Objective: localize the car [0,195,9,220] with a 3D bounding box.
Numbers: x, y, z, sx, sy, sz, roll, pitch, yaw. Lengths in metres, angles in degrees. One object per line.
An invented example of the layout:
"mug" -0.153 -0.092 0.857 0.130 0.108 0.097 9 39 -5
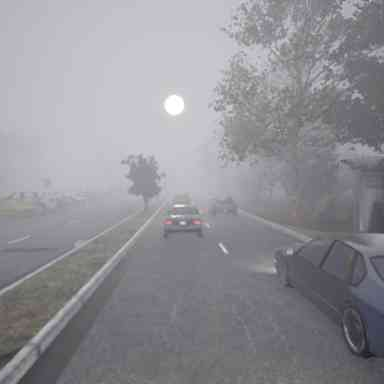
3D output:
"car" -14.431 1.124 19.837 5.566 2.045 2.435 -2 1 -22

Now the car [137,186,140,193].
"car" -16.511 -0.471 82.787 5.566 2.045 2.435 -2 2 -22

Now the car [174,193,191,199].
"car" -1.170 0.818 39.715 1.994 1.385 4.181 -1 2 -2

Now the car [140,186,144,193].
"car" -16.779 -0.667 91.794 5.566 2.045 2.435 -2 2 -22

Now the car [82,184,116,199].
"car" -15.497 0.277 52.833 5.566 2.045 2.435 -2 2 -22

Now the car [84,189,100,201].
"car" -15.217 0.794 43.828 5.008 1.535 2.097 -2 2 -22

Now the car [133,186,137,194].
"car" -16.409 -0.125 79.792 4.792 1.488 2.163 -2 2 -22

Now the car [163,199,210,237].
"car" -0.439 1.313 16.475 2.033 1.411 5.357 -1 1 -1

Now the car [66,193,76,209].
"car" -14.935 1.089 34.837 4.674 1.452 2.002 -2 1 -22

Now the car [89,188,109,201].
"car" -15.391 0.644 49.840 4.792 1.488 2.163 -2 2 -22

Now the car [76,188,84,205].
"car" -15.063 0.840 37.818 4.553 1.767 2.185 -2 2 -22

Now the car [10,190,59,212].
"car" -14.771 0.942 28.810 5.566 2.045 2.435 -2 2 -22

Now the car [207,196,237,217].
"car" 2.295 1.049 25.872 2.128 1.511 4.902 -1 1 -2

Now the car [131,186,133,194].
"car" -16.226 -0.144 73.798 4.553 1.767 2.185 -2 1 -22

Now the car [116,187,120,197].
"car" -15.439 0.433 55.894 5.366 1.575 1.946 -2 2 -22

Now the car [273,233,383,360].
"car" 2.955 1.429 5.734 2.033 1.411 5.357 -1 1 -2

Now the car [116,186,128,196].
"car" -15.931 -0.050 64.790 5.566 2.045 2.435 -2 2 -22

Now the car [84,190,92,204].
"car" -15.129 0.921 40.831 4.674 1.452 2.002 -2 1 -22

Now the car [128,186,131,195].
"car" -16.067 -0.075 70.817 4.553 1.767 2.185 -2 2 -22

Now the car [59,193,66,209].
"car" -14.861 1.151 31.813 4.792 1.488 2.163 -2 2 -22

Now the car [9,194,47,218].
"car" -14.473 1.248 25.896 5.366 1.575 1.946 -2 1 -22
